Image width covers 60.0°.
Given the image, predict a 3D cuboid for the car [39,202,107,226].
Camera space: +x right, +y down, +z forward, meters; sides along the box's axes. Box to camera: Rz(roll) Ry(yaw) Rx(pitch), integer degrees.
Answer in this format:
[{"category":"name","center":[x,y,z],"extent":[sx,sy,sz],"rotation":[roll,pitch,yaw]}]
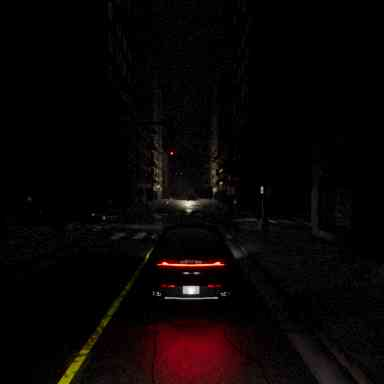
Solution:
[{"category":"car","center":[-8.185,1.433,22.972],"extent":[4.902,1.511,2.128],"rotation":[1,0,18]}]

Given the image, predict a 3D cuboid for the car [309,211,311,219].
[{"category":"car","center":[12.302,1.726,27.522],"extent":[5.008,1.535,1.882],"rotation":[1,0,-1]}]

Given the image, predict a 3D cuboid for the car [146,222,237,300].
[{"category":"car","center":[-0.016,1.508,8.370],"extent":[1.837,1.490,4.892],"rotation":[0,0,0]}]

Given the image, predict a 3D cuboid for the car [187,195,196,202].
[{"category":"car","center":[-0.165,1.506,82.421],"extent":[2.097,1.767,4.553],"rotation":[0,0,0]}]
